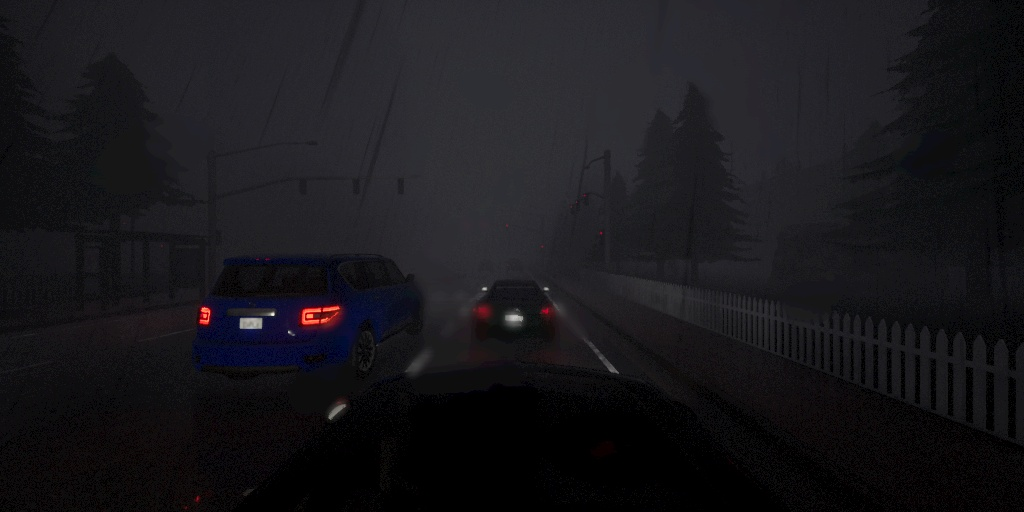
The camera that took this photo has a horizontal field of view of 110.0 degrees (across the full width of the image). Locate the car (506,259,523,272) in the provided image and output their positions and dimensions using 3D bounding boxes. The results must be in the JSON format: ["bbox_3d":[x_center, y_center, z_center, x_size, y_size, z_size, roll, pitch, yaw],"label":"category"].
[{"bbox_3d":[0.283,1.103,45.060,2.097,1.767,4.553,0,0,0],"label":"car"}]

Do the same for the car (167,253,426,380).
[{"bbox_3d":[-3.403,0.972,7.385,2.150,2.045,5.566,0,0,0],"label":"car"}]

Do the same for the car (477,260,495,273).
[{"bbox_3d":[-3.218,1.244,44.817,2.128,1.511,4.902,0,0,0],"label":"car"}]

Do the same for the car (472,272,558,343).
[{"bbox_3d":[0.091,1.314,9.664,1.994,1.385,4.181,0,0,1],"label":"car"}]
